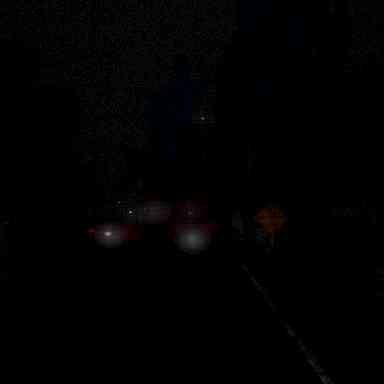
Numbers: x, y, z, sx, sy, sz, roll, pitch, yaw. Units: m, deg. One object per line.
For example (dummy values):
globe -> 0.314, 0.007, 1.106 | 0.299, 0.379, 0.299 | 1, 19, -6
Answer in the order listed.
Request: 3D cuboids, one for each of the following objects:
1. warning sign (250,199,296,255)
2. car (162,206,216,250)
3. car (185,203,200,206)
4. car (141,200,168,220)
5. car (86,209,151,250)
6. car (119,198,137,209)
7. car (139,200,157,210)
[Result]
warning sign -> 2.812, 1.185, 11.715 | 1.300, 1.860, 1.060 | -1, -1, 0
car -> 0.041, 1.582, 14.791 | 2.128, 1.511, 4.902 | 0, 0, 0
car -> 0.017, 1.735, 30.788 | 1.812, 1.442, 4.674 | 0, 0, 0
car -> -3.238, 1.694, 29.765 | 2.128, 1.511, 4.902 | 0, 0, 0
car -> -3.208, 1.653, 14.899 | 1.994, 1.385, 4.181 | 0, -1, 0
car -> -9.925, 1.739, 51.647 | 2.097, 1.767, 4.553 | 0, -1, 0
car -> -6.680, 1.932, 51.451 | 2.033, 1.411, 5.357 | 0, -1, 0
